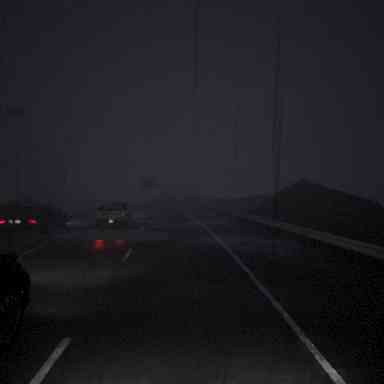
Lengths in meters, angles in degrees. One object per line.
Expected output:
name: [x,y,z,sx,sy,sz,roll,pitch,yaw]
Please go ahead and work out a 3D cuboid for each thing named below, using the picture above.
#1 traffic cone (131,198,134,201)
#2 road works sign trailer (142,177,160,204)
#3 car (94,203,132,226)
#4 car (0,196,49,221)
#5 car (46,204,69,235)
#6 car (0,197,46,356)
traffic cone: [-9.056,1.209,52.147,0.340,0.580,0.340,0,1,-15]
road works sign trailer: [-5.755,-0.196,45.778,2.380,3.560,2.880,0,1,-15]
car: [-4.764,1.306,20.685,1.895,1.301,4.718,0,1,-7]
car: [-12.370,1.139,24.761,1.882,1.535,5.008,0,1,-8]
car: [-7.872,1.312,17.044,2.033,1.411,5.357,0,1,-6]
car: [-3.510,1.187,2.729,2.150,2.045,5.566,0,1,-1]
